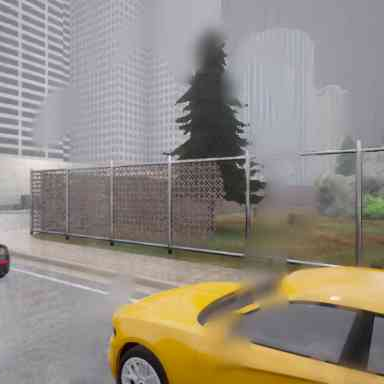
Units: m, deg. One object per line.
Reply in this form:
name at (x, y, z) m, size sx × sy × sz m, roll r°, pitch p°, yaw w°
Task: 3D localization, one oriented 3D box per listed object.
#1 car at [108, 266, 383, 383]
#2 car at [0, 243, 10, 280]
car at (1.348, 1.478, 3.062) m, size 5.008 × 1.535 × 1.882 m, roll 0°, pitch 0°, yaw 35°
car at (-6.484, 1.526, 8.584) m, size 4.674 × 1.442 × 1.812 m, roll 0°, pitch 0°, yaw 35°
